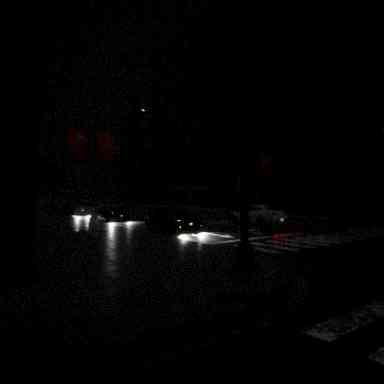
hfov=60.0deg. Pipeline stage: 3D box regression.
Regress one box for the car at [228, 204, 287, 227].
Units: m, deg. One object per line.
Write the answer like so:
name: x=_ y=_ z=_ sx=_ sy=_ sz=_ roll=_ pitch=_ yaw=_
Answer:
car: x=4.576 y=1.604 z=23.761 sx=1.812 sy=1.442 sz=4.674 roll=0 pitch=0 yaw=-36

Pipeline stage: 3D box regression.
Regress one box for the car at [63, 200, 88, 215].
car: x=-12.712 y=1.630 z=36.363 sx=2.128 sy=1.511 sz=4.902 roll=0 pitch=0 yaw=-35

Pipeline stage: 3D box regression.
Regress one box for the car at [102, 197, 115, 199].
car: x=-13.560 y=1.798 z=49.013 sx=1.895 sy=1.301 sz=4.718 roll=0 pitch=0 yaw=-36

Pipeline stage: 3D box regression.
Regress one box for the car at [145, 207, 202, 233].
car: x=-1.214 y=1.627 z=20.337 sx=1.994 sy=1.385 sz=4.181 roll=0 pitch=0 yaw=-36

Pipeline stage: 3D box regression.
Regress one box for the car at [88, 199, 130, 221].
car: x=-6.948 y=1.627 z=28.325 sx=1.812 sy=1.442 sz=4.674 roll=0 pitch=0 yaw=-36
